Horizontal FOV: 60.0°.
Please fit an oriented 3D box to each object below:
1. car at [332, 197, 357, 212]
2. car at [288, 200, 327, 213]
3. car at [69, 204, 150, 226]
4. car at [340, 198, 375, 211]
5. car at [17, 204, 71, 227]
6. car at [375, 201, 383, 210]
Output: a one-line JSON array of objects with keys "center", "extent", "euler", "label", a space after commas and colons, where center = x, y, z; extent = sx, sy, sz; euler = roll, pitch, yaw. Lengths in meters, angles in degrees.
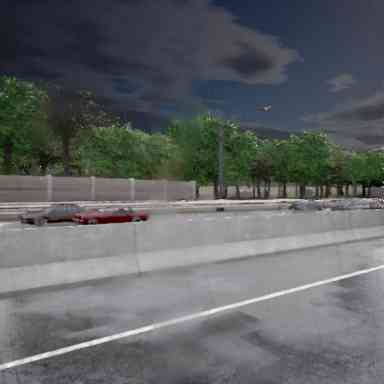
[{"center": [18.121, 1.478, 38.192], "extent": [4.553, 1.767, 2.097], "euler": [0, 0, -35], "label": "car"}, {"center": [13.723, 1.663, 39.391], "extent": [5.357, 1.411, 2.033], "euler": [0, 0, -35], "label": "car"}, {"center": [-5.218, 1.623, 21.745], "extent": [4.718, 1.301, 1.895], "euler": [0, 0, -35], "label": "car"}, {"center": [17.335, 1.619, 33.372], "extent": [4.892, 1.490, 1.837], "euler": [0, 0, -35], "label": "car"}, {"center": [-9.045, 1.562, 23.109], "extent": [5.357, 1.411, 2.033], "euler": [0, 0, -38], "label": "car"}, {"center": [18.880, 1.676, 30.181], "extent": [4.181, 1.385, 1.994], "euler": [0, 0, -35], "label": "car"}]
